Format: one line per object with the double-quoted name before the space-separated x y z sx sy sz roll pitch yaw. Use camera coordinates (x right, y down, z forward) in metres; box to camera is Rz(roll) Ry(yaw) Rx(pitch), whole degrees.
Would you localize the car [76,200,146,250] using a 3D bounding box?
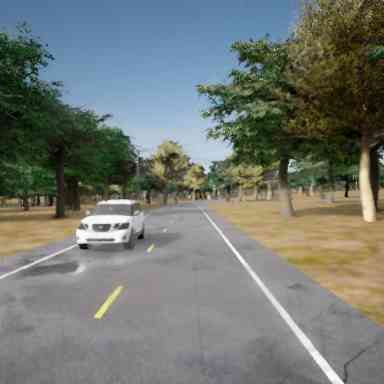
"car" -3.517 1.394 15.569 2.150 2.045 5.566 0 -1 0
